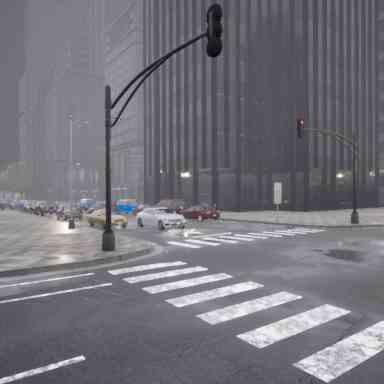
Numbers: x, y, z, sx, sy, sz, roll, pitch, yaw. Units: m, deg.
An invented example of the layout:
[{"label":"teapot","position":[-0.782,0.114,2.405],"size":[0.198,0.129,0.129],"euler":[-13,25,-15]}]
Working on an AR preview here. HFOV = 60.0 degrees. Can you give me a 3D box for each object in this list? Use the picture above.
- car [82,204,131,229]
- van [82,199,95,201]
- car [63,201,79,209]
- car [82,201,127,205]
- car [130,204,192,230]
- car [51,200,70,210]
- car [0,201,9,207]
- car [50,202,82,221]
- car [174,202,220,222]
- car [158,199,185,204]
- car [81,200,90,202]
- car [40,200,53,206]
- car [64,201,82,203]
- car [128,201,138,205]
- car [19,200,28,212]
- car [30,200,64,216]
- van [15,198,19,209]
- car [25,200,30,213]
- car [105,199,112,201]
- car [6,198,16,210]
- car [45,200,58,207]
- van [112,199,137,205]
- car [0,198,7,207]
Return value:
[{"label":"car","position":[-6.266,1.843,24.382],"size":[1.752,1.417,4.829],"euler":[-1,0,-35]},{"label":"van","position":[-17.040,2.038,54.360],"size":[1.690,1.788,3.998],"euler":[-1,0,-35]},{"label":"car","position":[-22.656,2.407,62.219],"size":[1.802,1.307,4.206],"euler":[-1,0,-35]},{"label":"car","position":[-8.600,1.904,32.296],"size":[2.128,1.511,4.902],"euler":[0,-1,-35]},{"label":"car","position":[-2.281,1.790,23.399],"size":[1.812,1.442,4.674],"euler":[0,-1,-37]},{"label":"car","position":[-23.018,2.271,57.971],"size":[1.882,1.535,5.008],"euler":[0,-1,-35]},{"label":"car","position":[-44.356,2.772,78.073],"size":[1.802,1.307,4.206],"euler":[-1,0,-35]},{"label":"car","position":[-12.018,2.004,32.490],"size":[2.008,1.369,4.403],"euler":[-1,0,-35]},{"label":"car","position":[0.597,1.828,29.446],"size":[1.887,1.381,4.507],"euler":[-1,0,-35]},{"label":"car","position":[-2.347,1.668,33.598],"size":[2.192,1.841,5.009],"euler":[-1,0,-35]},{"label":"car","position":[-17.035,2.257,49.589],"size":[1.895,1.301,4.718],"euler":[0,-1,-35]},{"label":"car","position":[-34.697,2.661,79.191],"size":[1.947,1.339,4.313],"euler":[-1,0,-35]},{"label":"car","position":[-16.053,2.113,42.832],"size":[1.812,1.442,4.674],"euler":[0,-1,-35]},{"label":"car","position":[-5.279,2.004,37.750],"size":[1.802,1.307,4.206],"euler":[-1,0,-35]},{"label":"car","position":[-23.328,2.157,48.429],"size":[1.967,1.590,4.097],"euler":[-1,0,-35]},{"label":"car","position":[-17.677,1.901,40.460],"size":[2.192,1.841,5.009],"euler":[-1,0,-35]},{"label":"van","position":[-26.158,2.123,52.414],"size":[1.690,1.788,3.998],"euler":[-1,0,-35]},{"label":"car","position":[-20.499,2.196,44.444],"size":[1.887,1.381,4.507],"euler":[-1,0,-35]},{"label":"car","position":[-11.163,1.875,46.055],"size":[2.192,1.841,5.009],"euler":[-1,0,-35]},{"label":"car","position":[-31.913,2.354,60.529],"size":[1.967,1.590,4.097],"euler":[-1,0,-35]},{"label":"car","position":[-31.686,2.596,74.947],"size":[1.947,1.339,4.313],"euler":[-1,0,-35]},{"label":"van","position":[-8.224,1.833,41.903],"size":[1.690,1.788,3.998],"euler":[-1,0,-35]},{"label":"car","position":[-41.246,2.668,73.687],"size":[1.887,1.381,4.507],"euler":[-1,0,-35]}]
